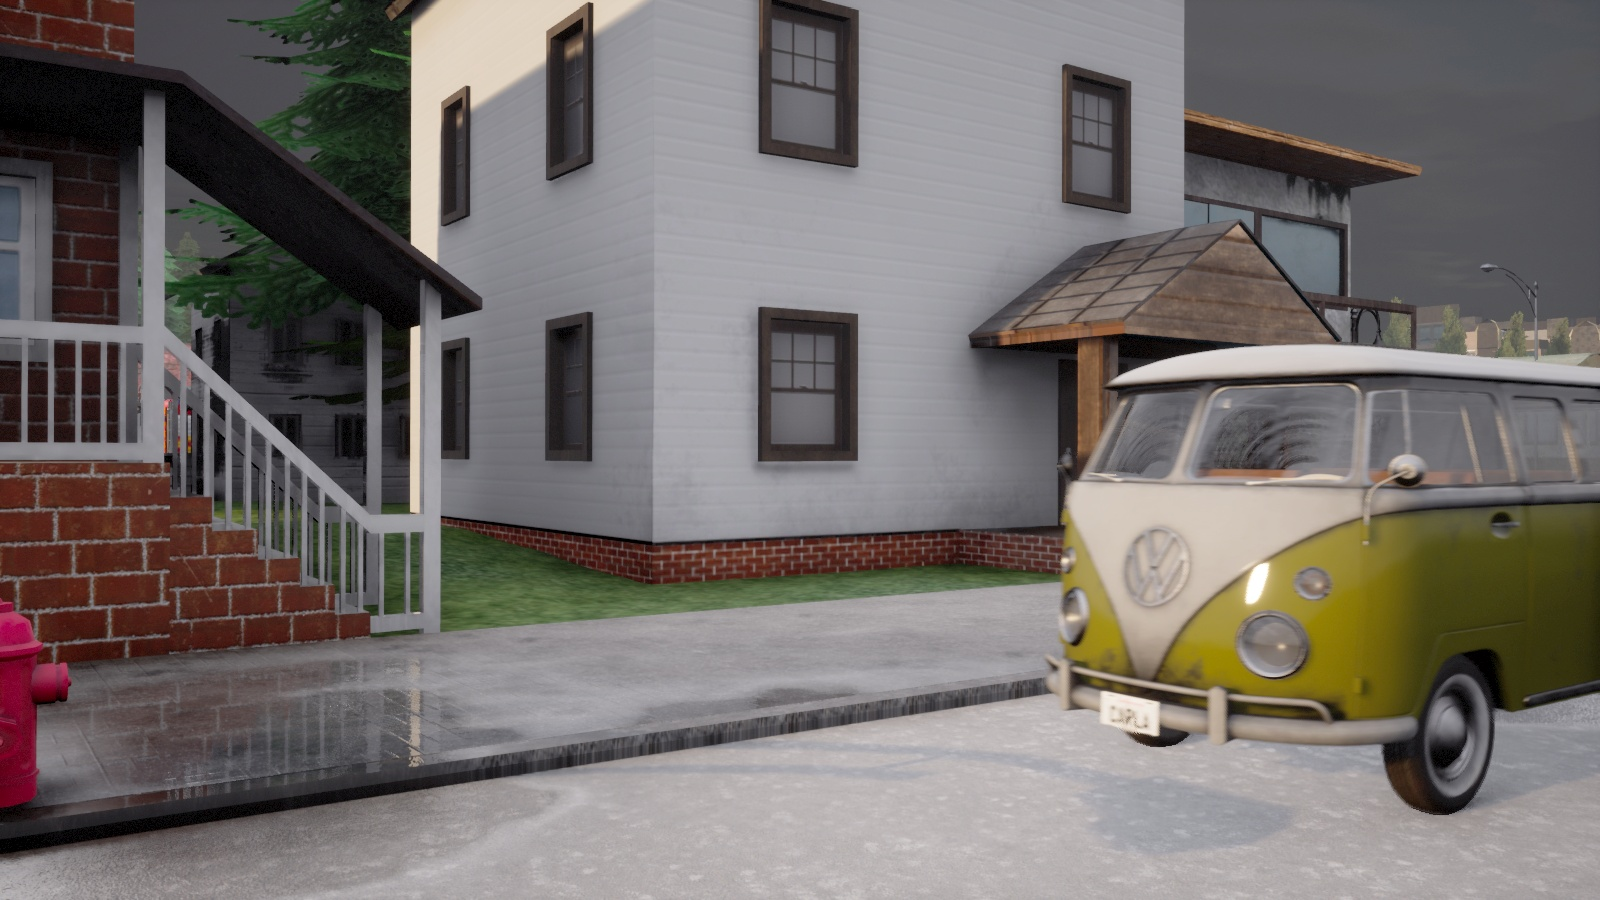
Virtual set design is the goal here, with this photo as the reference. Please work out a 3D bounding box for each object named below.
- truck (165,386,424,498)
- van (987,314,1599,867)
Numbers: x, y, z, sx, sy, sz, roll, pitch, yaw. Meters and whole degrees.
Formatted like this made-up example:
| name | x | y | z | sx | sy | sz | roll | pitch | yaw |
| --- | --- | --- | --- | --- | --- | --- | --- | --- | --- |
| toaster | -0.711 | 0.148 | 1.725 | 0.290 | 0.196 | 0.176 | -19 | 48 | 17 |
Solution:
| name | x | y | z | sx | sy | sz | roll | pitch | yaw |
| --- | --- | --- | --- | --- | --- | --- | --- | --- | --- |
| truck | -18.604 | -0.266 | 46.530 | 8.468 | 3.827 | 2.891 | 0 | 0 | -35 |
| van | 3.223 | 0.507 | 6.514 | 4.442 | 1.987 | 1.775 | 0 | 0 | -35 |
